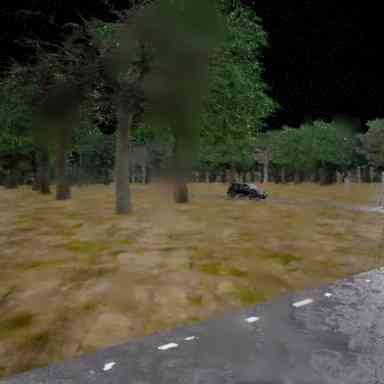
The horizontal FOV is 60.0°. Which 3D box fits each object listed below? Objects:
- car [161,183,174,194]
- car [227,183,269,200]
[{"bbox_3d":[-2.959,-0.629,53.124,2.097,1.767,4.553,1,2,-39],"label":"car"},{"bbox_3d":[6.783,-0.098,41.008,2.150,2.045,5.566,1,2,-39],"label":"car"}]
